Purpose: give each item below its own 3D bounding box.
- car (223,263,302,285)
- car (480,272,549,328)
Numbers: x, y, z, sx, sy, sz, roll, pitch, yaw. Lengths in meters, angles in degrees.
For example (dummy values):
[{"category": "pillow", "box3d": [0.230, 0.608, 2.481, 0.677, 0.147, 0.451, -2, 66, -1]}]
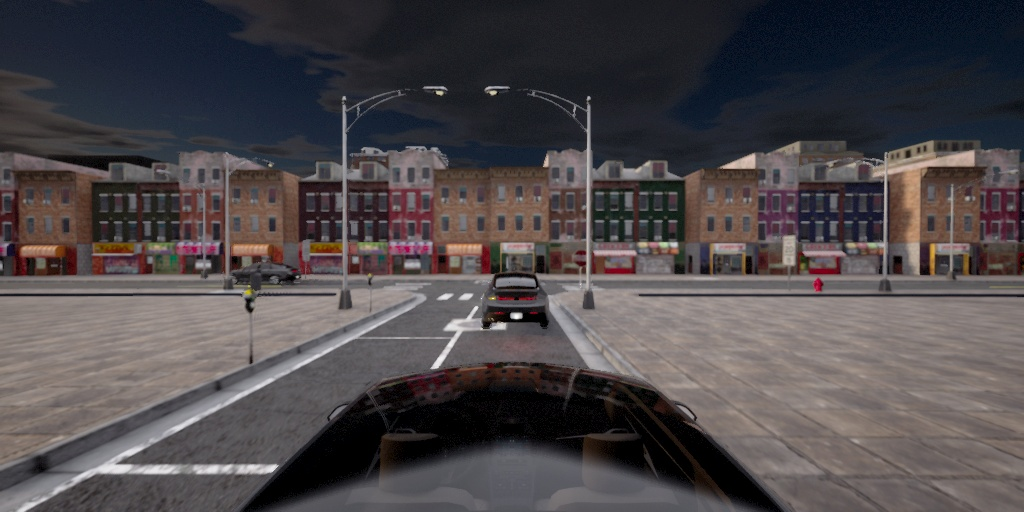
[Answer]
[{"category": "car", "box3d": [-17.376, 1.226, 25.026, 4.892, 1.490, 1.837, 0, 0, 0]}, {"category": "car", "box3d": [0.064, 1.251, 11.418, 1.837, 1.490, 4.892, 0, 0, -1]}]
